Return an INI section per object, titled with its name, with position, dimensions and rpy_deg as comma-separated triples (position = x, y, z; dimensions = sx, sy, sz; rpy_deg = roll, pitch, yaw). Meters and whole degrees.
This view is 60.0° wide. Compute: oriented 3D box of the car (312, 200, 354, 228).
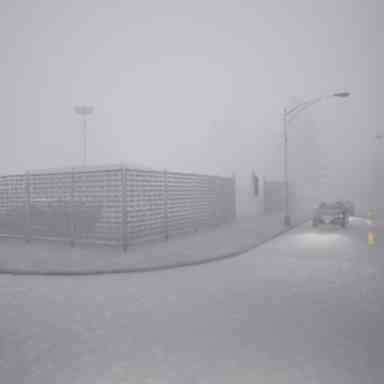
[car]
position = 8.914, 1.392, 21.306
dimensions = 2.128, 1.511, 4.902
rpy_deg = -1, 0, 28
